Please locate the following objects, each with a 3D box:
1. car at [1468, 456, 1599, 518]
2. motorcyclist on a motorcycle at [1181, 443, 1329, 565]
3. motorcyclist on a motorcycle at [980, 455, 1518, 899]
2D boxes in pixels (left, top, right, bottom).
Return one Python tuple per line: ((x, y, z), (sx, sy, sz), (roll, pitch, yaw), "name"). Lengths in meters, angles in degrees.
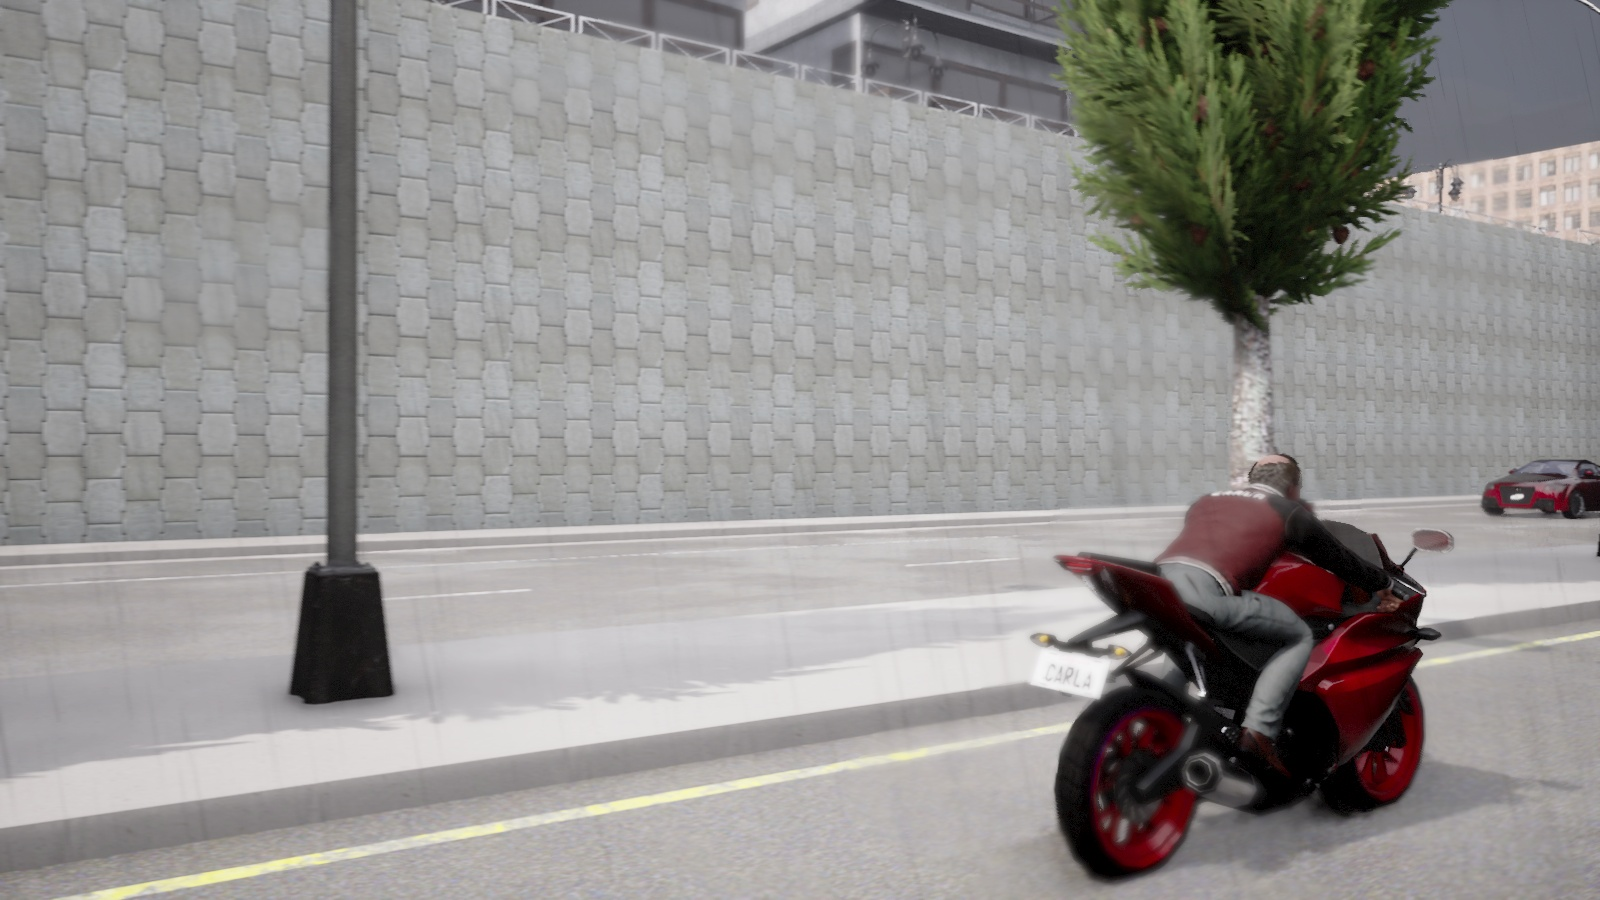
((18.251, 0.844, 30.372), (4.181, 1.385, 1.994), (0, 0, -35), "car")
((6.523, 0.725, 17.945), (2.350, 1.649, 0.766), (0, 0, -35), "motorcyclist on a motorcycle")
((1.817, 0.788, 4.921), (2.191, 1.530, 0.866), (0, 0, -35), "motorcyclist on a motorcycle")
